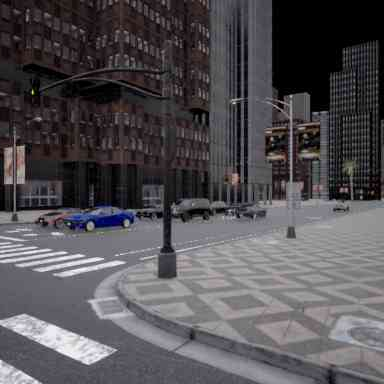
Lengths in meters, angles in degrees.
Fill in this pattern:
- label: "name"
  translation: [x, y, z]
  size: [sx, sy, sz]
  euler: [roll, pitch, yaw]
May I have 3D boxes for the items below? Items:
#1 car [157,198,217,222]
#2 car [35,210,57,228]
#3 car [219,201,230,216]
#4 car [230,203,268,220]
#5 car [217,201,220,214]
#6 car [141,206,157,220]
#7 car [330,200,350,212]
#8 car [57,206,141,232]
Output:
- label: "car"
  translation: [-0.312, 1.606, 30.543]
  size: [2.150, 2.045, 5.566]
  euler: [0, -1, 35]
- label: "car"
  translation: [-8.951, 1.794, 23.922]
  size: [1.994, 1.385, 4.181]
  euler: [0, -1, 36]
- label: "car"
  translation: [5.612, 2.026, 38.935]
  size: [2.128, 1.511, 4.902]
  euler: [0, -1, 35]
- label: "car"
  translation: [6.122, 1.987, 33.691]
  size: [1.837, 1.490, 4.892]
  euler: [0, 0, 35]
- label: "car"
  translation: [2.542, 1.872, 40.226]
  size: [2.097, 1.767, 4.553]
  euler: [0, -1, 35]
- label: "car"
  translation: [-3.281, 1.974, 31.975]
  size: [1.895, 1.301, 4.718]
  euler: [0, -1, 35]
- label: "car"
  translation: [24.183, 2.429, 53.678]
  size: [2.033, 1.411, 5.357]
  euler: [0, -1, 34]
- label: "car"
  translation: [-6.086, 1.717, 22.350]
  size: [1.882, 1.535, 5.008]
  euler: [0, -1, 35]
